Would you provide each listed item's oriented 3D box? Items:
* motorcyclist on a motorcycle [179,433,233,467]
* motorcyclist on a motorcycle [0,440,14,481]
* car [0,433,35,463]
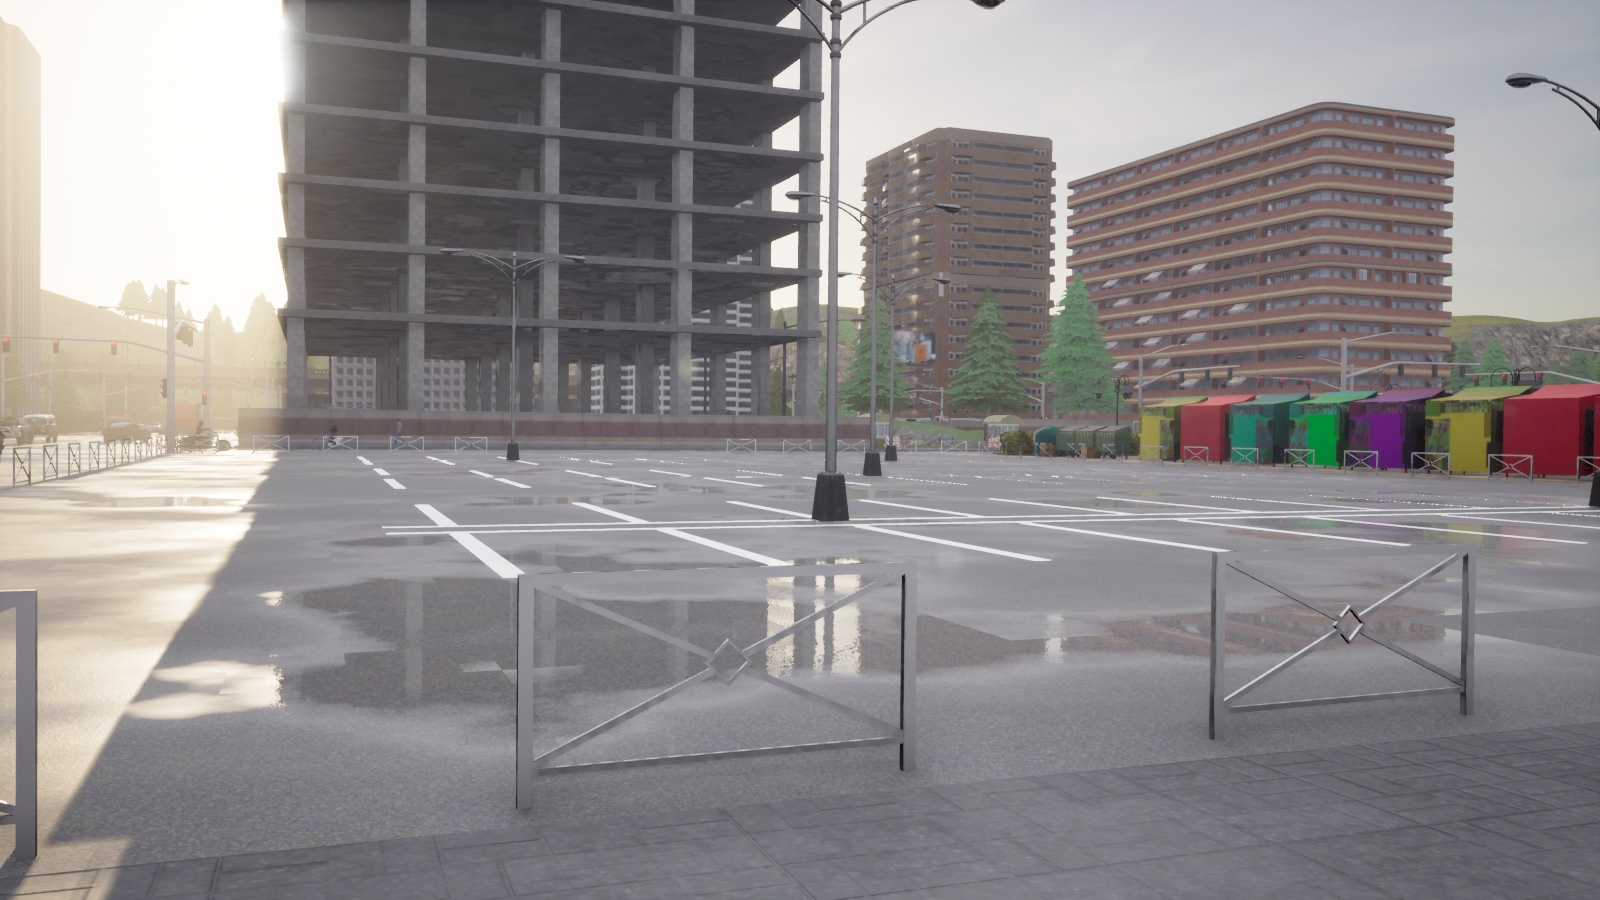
[{"bbox_3d":[-29.137,0.004,61.615,2.350,1.649,0.766,-1,1,-22],"label":"motorcyclist on a motorcycle"},{"bbox_3d":[-30.371,0.392,47.284,0.866,1.530,2.191,-1,1,-21],"label":"motorcyclist on a motorcycle"},{"bbox_3d":[-51.124,-0.155,81.270,1.932,1.855,4.605,-1,1,-21],"label":"car"}]
